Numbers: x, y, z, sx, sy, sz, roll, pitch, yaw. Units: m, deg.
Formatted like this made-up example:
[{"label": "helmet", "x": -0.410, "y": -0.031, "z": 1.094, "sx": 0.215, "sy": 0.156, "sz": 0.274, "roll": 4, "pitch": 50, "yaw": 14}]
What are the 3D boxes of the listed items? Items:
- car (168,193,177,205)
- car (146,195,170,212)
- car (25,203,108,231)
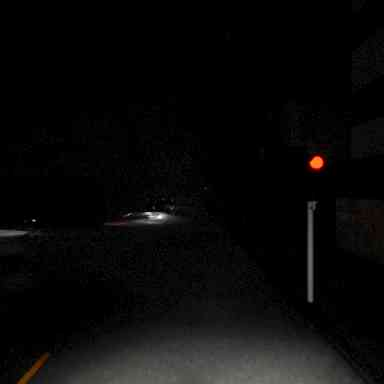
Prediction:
[{"label": "car", "x": -4.036, "y": 1.292, "z": 57.177, "sx": 2.097, "sy": 1.767, "sz": 4.553, "roll": 0, "pitch": 0, "yaw": 0}, {"label": "car", "x": -4.117, "y": 1.447, "z": 38.291, "sx": 2.128, "sy": 1.511, "sz": 4.902, "roll": 0, "pitch": 0, "yaw": 0}, {"label": "car", "x": -7.662, "y": 1.484, "z": 20.684, "sx": 4.892, "sy": 1.490, "sz": 1.837, "roll": 0, "pitch": 4, "yaw": -39}]
